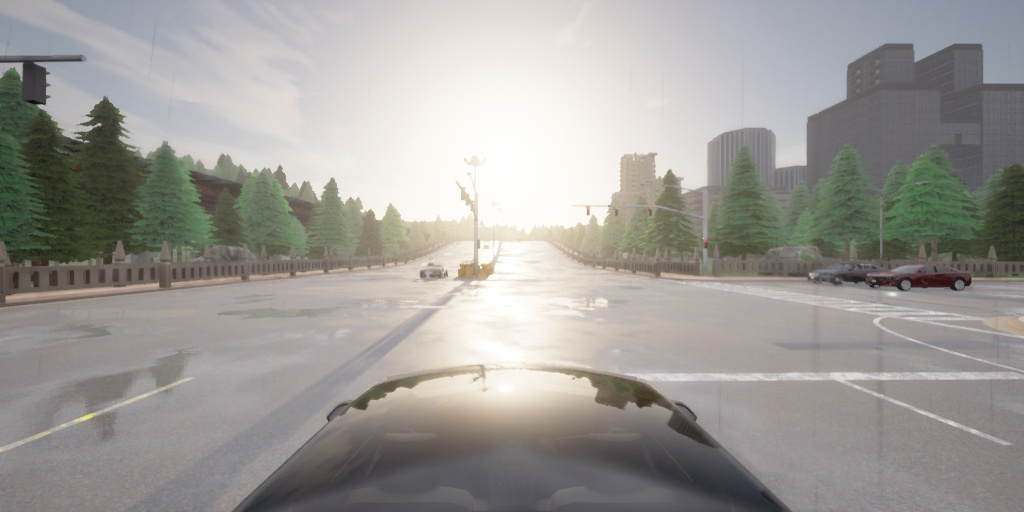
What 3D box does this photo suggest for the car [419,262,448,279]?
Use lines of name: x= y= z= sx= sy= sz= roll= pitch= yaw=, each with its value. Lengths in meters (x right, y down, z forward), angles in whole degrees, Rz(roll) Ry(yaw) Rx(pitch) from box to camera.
car: x=-7.020 y=1.300 z=32.519 sx=2.128 sy=1.511 sz=4.902 roll=0 pitch=0 yaw=0

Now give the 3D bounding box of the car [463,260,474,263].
car: x=-7.062 y=1.306 z=58.244 sx=1.994 sy=1.385 sz=4.181 roll=0 pitch=2 yaw=0

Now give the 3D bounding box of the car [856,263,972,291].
car: x=23.994 y=1.225 z=21.297 sx=5.008 sy=1.535 sz=1.882 roll=0 pitch=0 yaw=0

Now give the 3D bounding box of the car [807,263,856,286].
car: x=23.276 y=1.239 z=24.783 sx=4.902 sy=1.511 sz=2.128 roll=0 pitch=0 yaw=1
